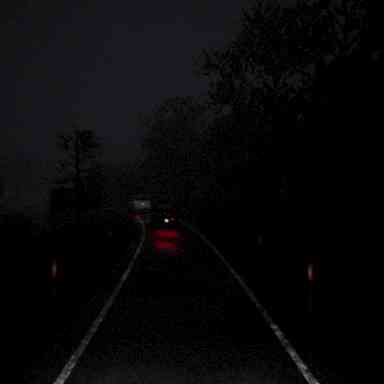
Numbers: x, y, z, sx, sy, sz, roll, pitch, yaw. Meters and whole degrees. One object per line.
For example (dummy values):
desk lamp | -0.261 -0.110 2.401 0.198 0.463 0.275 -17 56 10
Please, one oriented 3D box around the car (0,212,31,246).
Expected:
car | -9.903 1.805 17.152 2.231 1.521 4.892 3 -1 -6

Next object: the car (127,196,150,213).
car | -6.613 1.488 41.260 2.150 2.045 5.566 -1 -1 -20

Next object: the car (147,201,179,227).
car | -2.058 1.619 23.996 1.837 1.490 4.892 0 0 -10
